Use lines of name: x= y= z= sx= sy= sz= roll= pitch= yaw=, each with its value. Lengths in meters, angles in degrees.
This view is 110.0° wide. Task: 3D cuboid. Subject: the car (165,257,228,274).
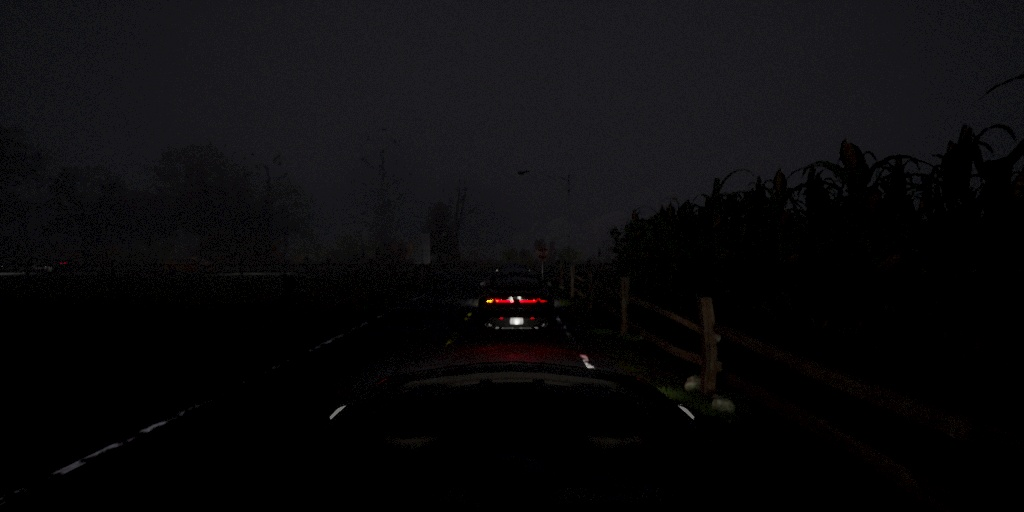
car: x=-29.266 y=0.896 z=33.342 sx=5.008 sy=1.535 sz=1.882 roll=0 pitch=1 yaw=1

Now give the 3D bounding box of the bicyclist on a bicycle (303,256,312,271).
bicyclist on a bicycle: x=-22.404 y=0.799 z=39.214 sx=0.582 sy=1.620 sz=1.656 roll=0 pitch=1 yaw=1

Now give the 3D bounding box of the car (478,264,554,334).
car: x=0.105 y=1.154 z=10.274 sx=1.837 sy=1.490 sz=4.892 roll=0 pitch=1 yaw=0

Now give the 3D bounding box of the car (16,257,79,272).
car: x=-47.204 y=0.891 z=36.498 sx=4.892 sy=1.490 sz=1.837 roll=0 pitch=1 yaw=1

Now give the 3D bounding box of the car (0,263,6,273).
car: x=-50.926 y=0.924 z=33.743 sx=4.892 sy=1.490 sz=1.837 roll=0 pitch=1 yaw=1
